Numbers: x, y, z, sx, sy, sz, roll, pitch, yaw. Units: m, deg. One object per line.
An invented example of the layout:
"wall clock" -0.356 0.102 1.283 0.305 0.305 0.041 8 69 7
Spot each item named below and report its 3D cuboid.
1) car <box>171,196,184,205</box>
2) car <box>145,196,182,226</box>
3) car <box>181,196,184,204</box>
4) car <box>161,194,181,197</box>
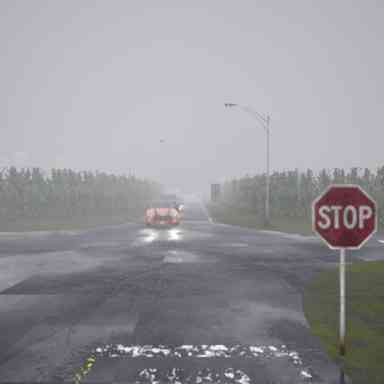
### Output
"car" -2.539 1.464 60.780 2.128 1.511 4.902 0 0 1
"car" -2.162 1.347 23.025 2.097 1.767 4.553 0 0 -8
"car" -2.651 1.508 50.035 1.812 1.442 4.674 0 0 1
"car" -2.705 1.215 37.785 2.150 2.045 5.566 0 0 0
